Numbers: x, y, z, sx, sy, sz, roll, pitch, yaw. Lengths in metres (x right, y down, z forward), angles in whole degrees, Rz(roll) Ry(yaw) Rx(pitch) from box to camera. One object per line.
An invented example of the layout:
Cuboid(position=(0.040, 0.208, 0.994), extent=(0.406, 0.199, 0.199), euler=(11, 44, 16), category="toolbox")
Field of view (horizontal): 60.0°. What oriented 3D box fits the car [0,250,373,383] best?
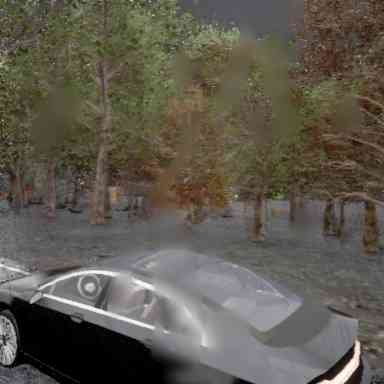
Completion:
Cuboid(position=(-0.609, 1.485, 4.003), extent=(4.902, 1.511, 2.128), euler=(2, 1, 36), category="car")
